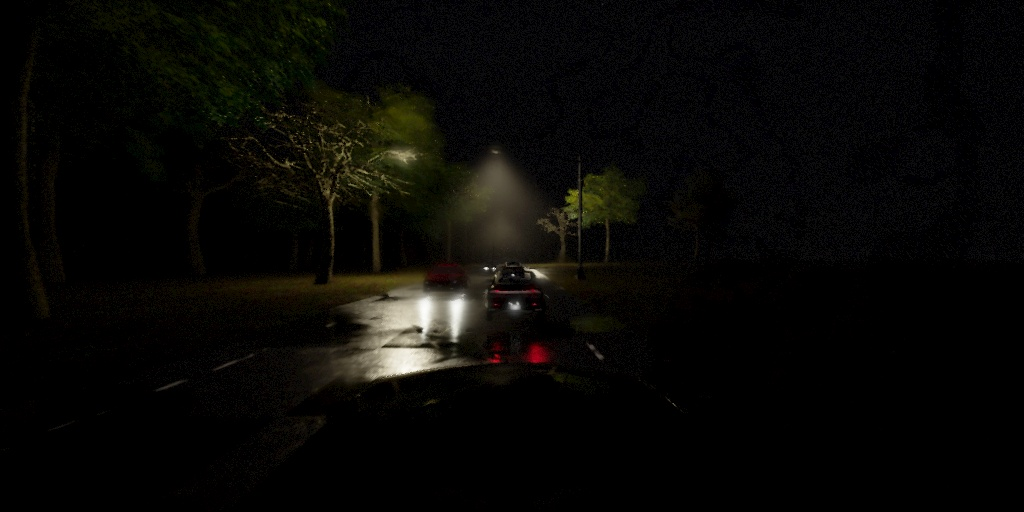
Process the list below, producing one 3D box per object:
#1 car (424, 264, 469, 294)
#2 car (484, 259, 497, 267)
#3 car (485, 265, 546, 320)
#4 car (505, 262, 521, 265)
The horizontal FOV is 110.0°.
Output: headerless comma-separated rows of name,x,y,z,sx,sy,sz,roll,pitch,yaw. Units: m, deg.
car,-3.597,1.225,20.279,1.882,1.535,5.008,0,0,0
car,-3.531,1.222,59.761,2.033,1.411,5.357,0,0,1
car,0.101,1.243,12.568,2.128,1.511,4.902,0,0,0
car,0.103,1.241,30.923,1.837,1.490,4.892,0,0,0
